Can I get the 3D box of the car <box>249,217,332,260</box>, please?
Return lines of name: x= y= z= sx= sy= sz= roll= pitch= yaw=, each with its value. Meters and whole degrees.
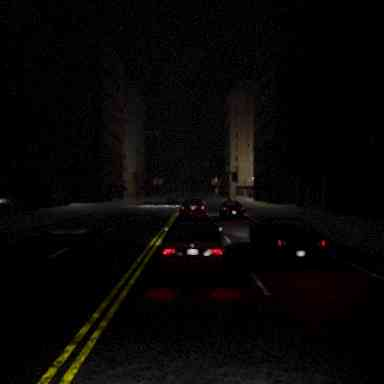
car: x=3.314 y=1.565 z=12.263 sx=1.895 sy=1.301 sz=4.718 roll=0 pitch=0 yaw=1

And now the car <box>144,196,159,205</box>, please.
car: x=-6.481 y=1.375 z=53.274 sx=1.812 sy=1.442 sz=4.674 roll=0 pitch=0 yaw=0

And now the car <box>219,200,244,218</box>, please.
car: x=3.357 y=1.442 z=28.619 sx=1.812 sy=1.442 sz=4.674 roll=0 pitch=0 yaw=1

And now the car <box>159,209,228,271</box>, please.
car: x=0.044 y=1.516 z=10.707 sx=2.033 sy=1.411 sz=5.357 roll=0 pitch=0 yaw=1

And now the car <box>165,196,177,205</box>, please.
car: x=-3.232 y=1.375 z=53.268 sx=1.812 sy=1.442 sz=4.674 roll=0 pitch=0 yaw=0

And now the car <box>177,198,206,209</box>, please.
car: x=0.096 y=1.271 z=27.798 sx=2.097 sy=1.767 sz=4.553 roll=0 pitch=0 yaw=1
